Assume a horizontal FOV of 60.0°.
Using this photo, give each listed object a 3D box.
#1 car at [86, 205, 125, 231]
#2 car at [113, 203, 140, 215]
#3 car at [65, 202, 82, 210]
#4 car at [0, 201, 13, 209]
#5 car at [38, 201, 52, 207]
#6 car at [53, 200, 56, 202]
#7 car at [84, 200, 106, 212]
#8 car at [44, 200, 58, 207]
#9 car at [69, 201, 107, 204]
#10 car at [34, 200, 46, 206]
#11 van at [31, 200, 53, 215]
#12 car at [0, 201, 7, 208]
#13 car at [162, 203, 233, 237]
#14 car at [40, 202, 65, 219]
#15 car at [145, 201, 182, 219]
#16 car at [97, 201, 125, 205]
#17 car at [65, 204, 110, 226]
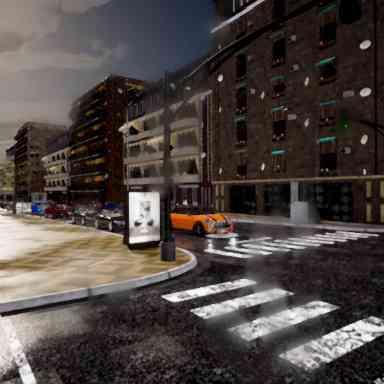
[{"bbox_3d":[-5.449,1.886,23.186,2.008,1.369,4.403,-2,0,-36],"label":"car"},{"bbox_3d":[-8.264,2.093,41.761,1.802,1.307,4.206,-2,0,-36],"label":"car"},{"bbox_3d":[-21.365,2.420,59.776,1.802,1.307,4.206,-2,0,-36],"label":"car"},{"bbox_3d":[-37.939,2.702,68.419,2.008,1.369,4.403,-2,0,-36],"label":"car"},{"bbox_3d":[-34.404,2.732,77.839,1.947,1.339,4.313,-2,0,-36],"label":"car"},{"bbox_3d":[-20.610,1.959,49.021,1.895,1.301,4.718,-1,-1,-36],"label":"car"},{"bbox_3d":[-14.846,2.115,50.748,1.967,1.590,4.097,-2,0,-36],"label":"car"},{"bbox_3d":[-31.148,2.524,73.323,1.967,1.590,4.097,-2,0,-36],"label":"car"},{"bbox_3d":[-11.498,2.067,36.238,2.033,1.411,5.357,-1,0,-36],"label":"car"},{"bbox_3d":[-37.664,2.794,82.355,1.887,1.381,4.507,-2,0,-36],"label":"car"},{"bbox_3d":[-19.687,2.033,43.077,1.690,1.788,3.998,-2,0,-36],"label":"van"},{"bbox_3d":[-44.459,2.860,77.450,1.887,1.381,4.507,-2,0,-36],"label":"car"},{"bbox_3d":[0.341,1.578,19.892,2.097,1.767,4.553,-1,-1,-37],"label":"car"},{"bbox_3d":[-14.776,2.113,36.185,1.887,1.381,4.507,-2,0,-36],"label":"car"},{"bbox_3d":[-3.016,1.820,34.571,1.967,1.590,4.097,-2,0,-36],"label":"car"},{"bbox_3d":[-9.731,2.040,39.252,1.812,1.442,4.674,-1,-1,-36],"label":"car"},{"bbox_3d":[-8.709,1.967,27.702,2.008,1.369,4.403,-2,0,-36],"label":"car"}]
